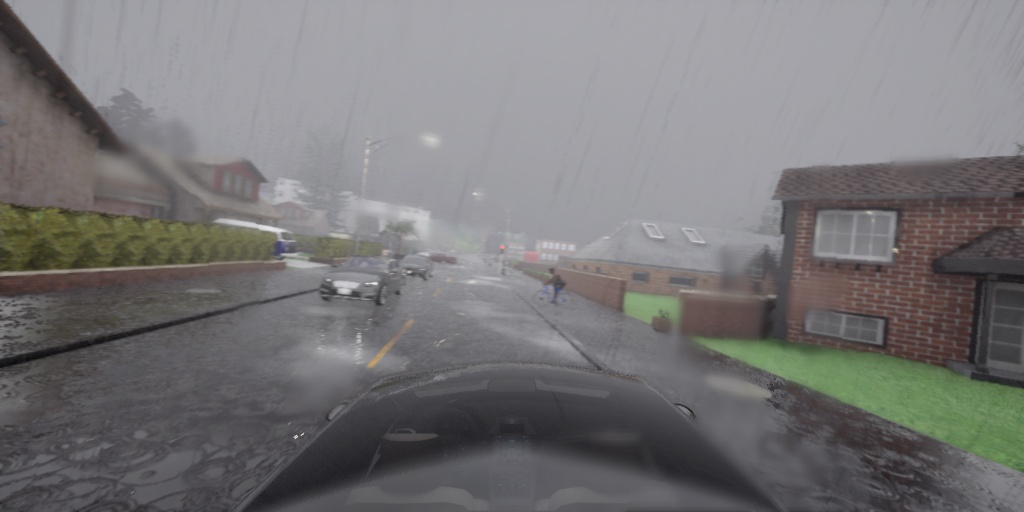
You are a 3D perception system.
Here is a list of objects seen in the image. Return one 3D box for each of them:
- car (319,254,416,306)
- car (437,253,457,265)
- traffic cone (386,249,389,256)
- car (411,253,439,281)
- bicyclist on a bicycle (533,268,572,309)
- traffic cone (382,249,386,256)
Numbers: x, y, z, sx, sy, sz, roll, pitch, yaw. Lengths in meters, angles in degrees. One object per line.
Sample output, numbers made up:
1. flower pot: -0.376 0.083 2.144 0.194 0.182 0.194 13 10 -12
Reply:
1. car: -5.063 0.732 12.764 2.128 1.511 4.902 6 0 -6
2. car: -9.874 0.315 49.323 5.008 1.535 1.882 6 -1 32
3. traffic cone: -21.753 -0.578 61.410 0.344 0.586 0.344 0 0 -6
4. car: -6.188 0.658 23.217 1.837 1.490 4.892 6 0 -6
5. bicyclist on a bicycle: 1.704 1.315 14.593 1.656 1.620 0.582 6 0 -6
6. traffic cone: -22.048 -0.608 60.804 0.344 0.586 0.344 0 0 -6
